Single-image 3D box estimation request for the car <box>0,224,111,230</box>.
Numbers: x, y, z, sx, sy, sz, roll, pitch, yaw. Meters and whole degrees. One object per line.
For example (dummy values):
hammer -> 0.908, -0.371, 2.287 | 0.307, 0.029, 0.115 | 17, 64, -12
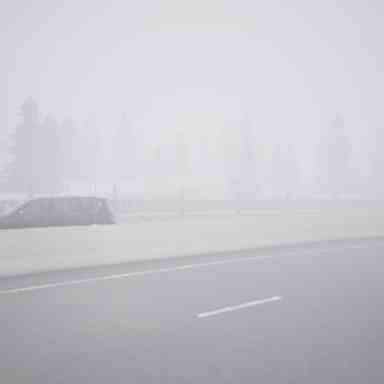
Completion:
car -> -5.684, 1.184, 12.641 | 5.566, 2.045, 2.150 | 1, 0, -33
